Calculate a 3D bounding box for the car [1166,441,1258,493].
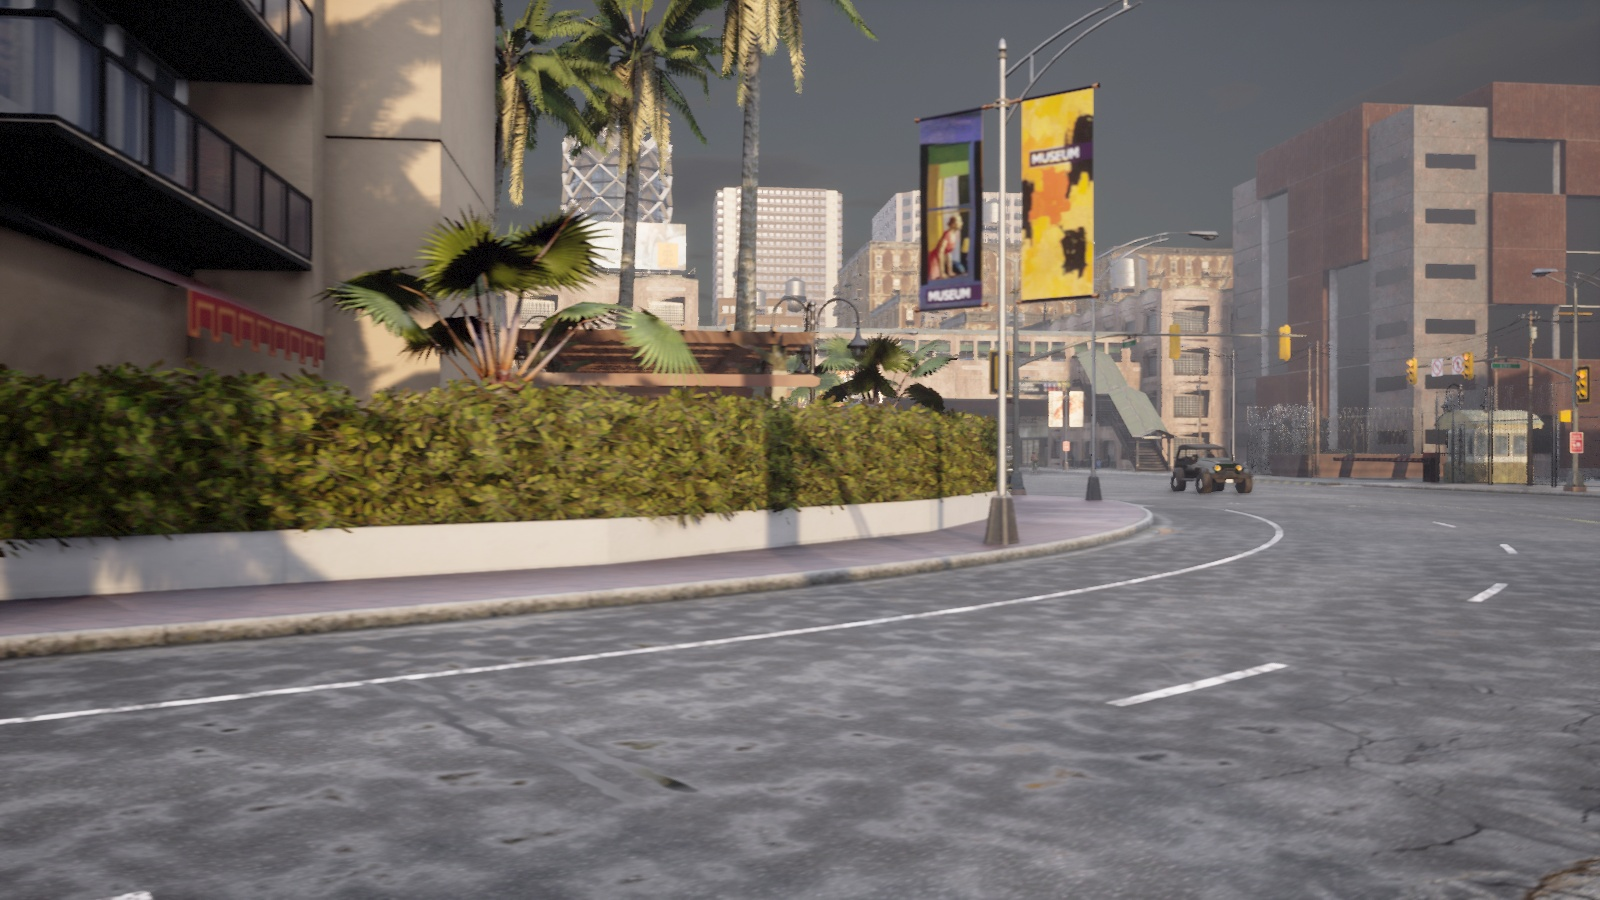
[{"bbox_3d":[15.648,0.634,47.916,1.905,1.878,3.866,0,0,-6],"label":"car"}]
